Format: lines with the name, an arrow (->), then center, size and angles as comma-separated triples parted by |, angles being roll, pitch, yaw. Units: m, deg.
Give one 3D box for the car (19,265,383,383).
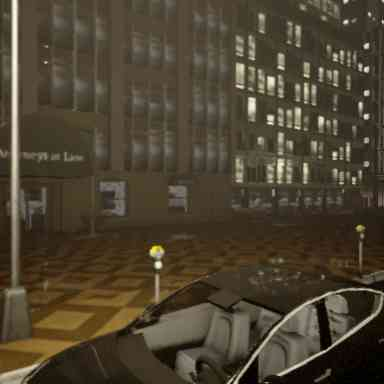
car -> 0.566, 1.544, 3.275 | 4.313, 1.339, 1.947 | 0, 0, -35
